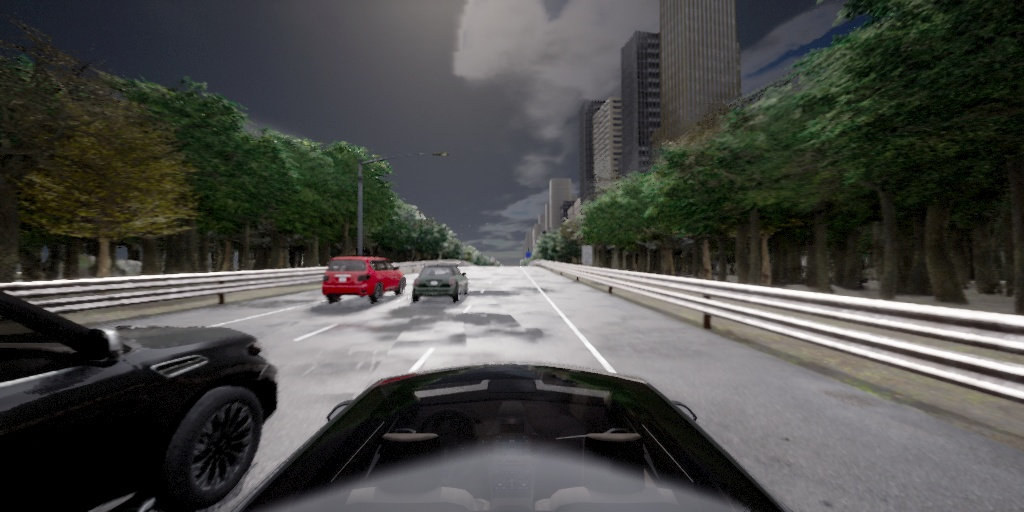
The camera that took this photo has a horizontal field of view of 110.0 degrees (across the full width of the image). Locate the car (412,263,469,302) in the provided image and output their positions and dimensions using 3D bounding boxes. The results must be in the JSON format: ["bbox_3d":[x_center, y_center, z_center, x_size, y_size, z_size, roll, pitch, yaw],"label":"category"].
[{"bbox_3d":[-3.397,1.199,17.783,2.097,1.767,4.553,0,0,0],"label":"car"}]

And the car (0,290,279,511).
[{"bbox_3d":[-3.400,0.961,1.195,2.150,2.045,5.566,0,-1,0],"label":"car"}]

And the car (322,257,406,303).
[{"bbox_3d":[-6.897,1.067,17.289,2.150,2.045,5.566,0,0,0],"label":"car"}]
